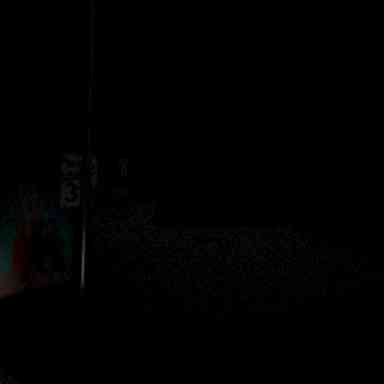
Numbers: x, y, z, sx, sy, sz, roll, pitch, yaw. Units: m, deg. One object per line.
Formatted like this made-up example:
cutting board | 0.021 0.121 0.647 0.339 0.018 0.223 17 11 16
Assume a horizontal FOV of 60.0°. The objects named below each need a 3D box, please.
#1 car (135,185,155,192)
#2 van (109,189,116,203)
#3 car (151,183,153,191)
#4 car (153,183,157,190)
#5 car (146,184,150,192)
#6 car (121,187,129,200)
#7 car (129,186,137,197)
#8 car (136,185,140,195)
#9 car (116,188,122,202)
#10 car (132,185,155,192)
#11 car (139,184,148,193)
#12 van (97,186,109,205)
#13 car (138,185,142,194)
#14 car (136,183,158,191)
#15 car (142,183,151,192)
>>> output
car | -12.305 -0.981 87.713 4.792 1.488 2.163 3 2 -21
van | -11.170 0.336 36.774 4.442 1.987 1.878 3 1 -22
car | -12.052 -0.762 75.727 4.553 1.767 2.185 3 2 -21
car | -12.183 -1.077 81.693 5.566 2.045 2.435 3 2 -21
car | -12.020 -0.419 69.713 4.792 1.488 2.163 2 2 -21
car | -11.283 0.433 42.792 5.366 1.575 1.946 3 1 -21
car | -11.826 0.130 51.663 5.366 1.575 1.946 3 2 -21
car | -11.887 0.032 54.663 5.366 1.575 1.946 2 2 -21
car | -11.366 0.497 39.722 5.008 1.535 2.097 3 2 -22
car | -12.402 -0.929 84.654 5.366 1.575 1.946 3 2 -21
car | -11.939 -0.310 66.724 4.674 1.452 2.002 2 2 -21
van | -11.086 0.396 33.775 4.442 1.987 1.878 3 1 -22
car | -11.766 -0.054 57.729 4.892 1.521 2.231 2 2 -21
car | -12.334 -1.353 90.705 5.566 2.045 2.435 3 2 -21
car | -12.003 -0.667 72.728 4.553 1.767 2.185 3 2 -21
